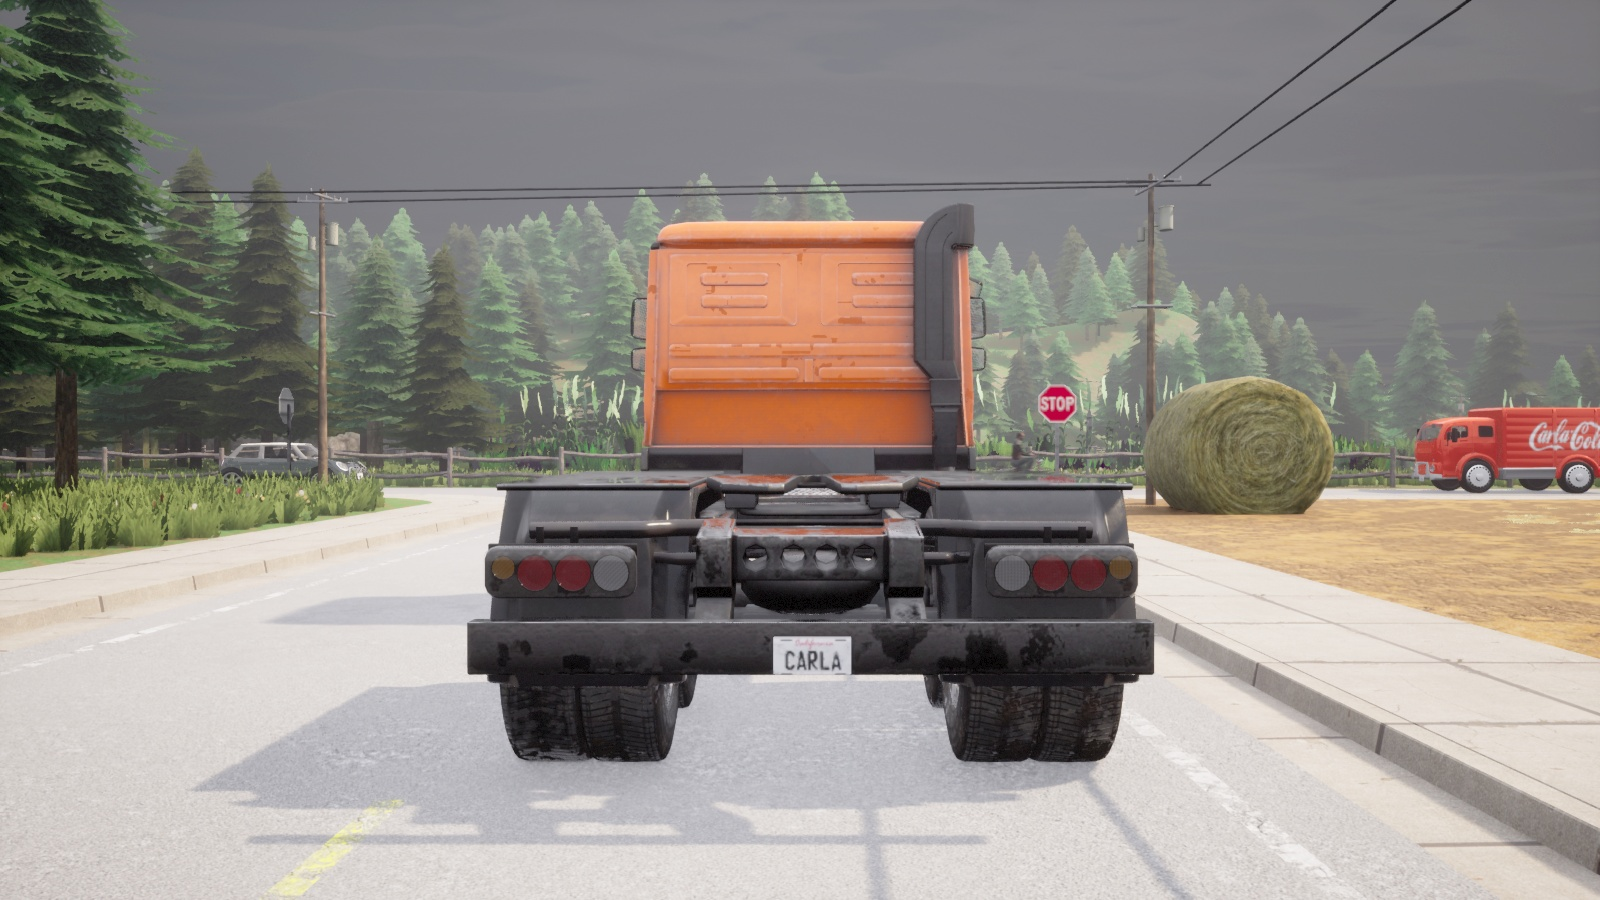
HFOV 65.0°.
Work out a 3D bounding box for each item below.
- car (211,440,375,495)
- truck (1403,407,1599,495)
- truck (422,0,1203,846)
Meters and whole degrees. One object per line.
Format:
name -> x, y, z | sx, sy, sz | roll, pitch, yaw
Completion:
car -> -14.161, 0.467, 35.216 | 3.806, 1.475, 1.970 | 0, 0, 3
truck -> 20.899, 0.031, 36.823 | 5.204, 2.467, 2.627 | 0, 0, 3
truck -> 0.063, -0.284, 8.625 | 2.891, 3.462, 7.936 | 0, 0, 0
